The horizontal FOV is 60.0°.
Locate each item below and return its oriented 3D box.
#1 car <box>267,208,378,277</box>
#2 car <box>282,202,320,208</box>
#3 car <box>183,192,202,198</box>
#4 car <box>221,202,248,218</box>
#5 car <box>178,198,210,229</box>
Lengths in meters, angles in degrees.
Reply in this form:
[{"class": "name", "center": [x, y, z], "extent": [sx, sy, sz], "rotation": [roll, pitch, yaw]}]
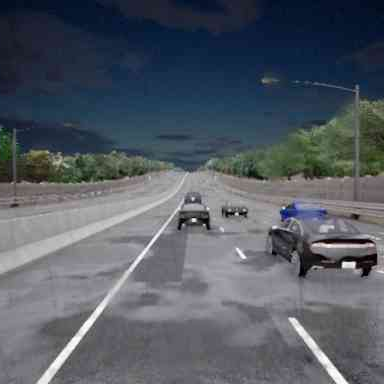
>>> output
[{"class": "car", "center": [3.603, 1.457, 10.063], "extent": [2.128, 1.511, 4.902], "rotation": [0, 0, 0]}, {"class": "car", "center": [7.107, 1.403, 21.696], "extent": [1.882, 1.535, 5.008], "rotation": [0, 0, 0]}, {"class": "car", "center": [0.112, 0.972, 42.373], "extent": [2.150, 2.045, 5.566], "rotation": [0, 1, 0]}, {"class": "car", "center": [3.608, 1.482, 29.010], "extent": [1.895, 1.301, 4.718], "rotation": [0, 0, 0]}, {"class": "car", "center": [0.106, 1.406, 20.987], "extent": [1.882, 1.535, 5.008], "rotation": [0, 0, 0]}]
